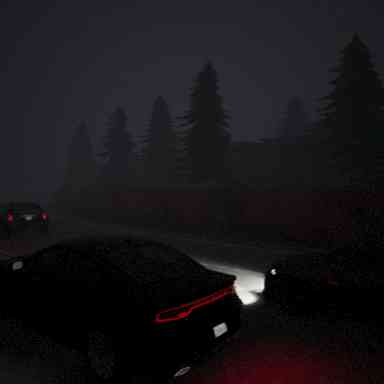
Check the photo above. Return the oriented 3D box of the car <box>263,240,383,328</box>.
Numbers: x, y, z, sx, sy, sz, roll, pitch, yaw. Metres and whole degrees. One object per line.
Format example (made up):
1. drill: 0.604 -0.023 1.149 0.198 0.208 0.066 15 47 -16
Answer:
1. car: 3.449 1.579 5.975 4.181 1.385 1.994 0 0 36

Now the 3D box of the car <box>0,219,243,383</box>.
1. car: -1.605 1.465 5.476 5.008 1.535 1.882 0 0 38

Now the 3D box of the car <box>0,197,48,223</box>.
1. car: -9.327 1.284 17.624 2.097 1.767 4.553 0 0 -43
